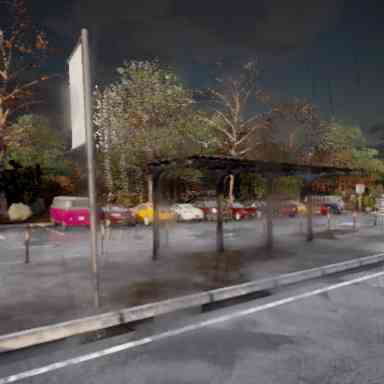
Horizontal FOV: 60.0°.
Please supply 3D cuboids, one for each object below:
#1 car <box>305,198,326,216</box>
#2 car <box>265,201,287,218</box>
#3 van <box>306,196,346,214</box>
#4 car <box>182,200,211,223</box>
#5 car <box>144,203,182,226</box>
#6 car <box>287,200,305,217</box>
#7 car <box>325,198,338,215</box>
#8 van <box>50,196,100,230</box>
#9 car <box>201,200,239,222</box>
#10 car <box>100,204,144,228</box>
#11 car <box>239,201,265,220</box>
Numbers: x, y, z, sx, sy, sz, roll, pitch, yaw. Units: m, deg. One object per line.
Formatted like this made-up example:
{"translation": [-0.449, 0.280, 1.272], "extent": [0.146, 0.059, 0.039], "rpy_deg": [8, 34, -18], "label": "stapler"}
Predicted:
{"translation": [10.472, 1.637, 33.988], "extent": [1.946, 1.575, 5.366], "rpy_deg": [0, 0, -36], "label": "car"}
{"translation": [5.855, 1.609, 30.905], "extent": [2.231, 1.521, 4.892], "rpy_deg": [0, 0, -36], "label": "car"}
{"translation": [14.947, 1.447, 37.276], "extent": [1.878, 1.987, 4.442], "rpy_deg": [0, 0, -36], "label": "van"}
{"translation": [-0.918, 1.601, 26.061], "extent": [2.002, 1.452, 4.674], "rpy_deg": [0, 0, -36], "label": "car"}
{"translation": [-3.173, 1.545, 24.444], "extent": [2.097, 1.535, 5.008], "rpy_deg": [0, 0, -36], "label": "car"}
{"translation": [8.091, 1.653, 32.548], "extent": [2.163, 1.488, 4.792], "rpy_deg": [0, 0, -36], "label": "car"}
{"translation": [12.605, 1.686, 35.780], "extent": [2.163, 1.488, 4.792], "rpy_deg": [0, 0, -36], "label": "car"}
{"translation": [-7.757, 1.290, 21.312], "extent": [1.878, 1.987, 4.442], "rpy_deg": [0, 0, -36], "label": "van"}
{"translation": [1.320, 1.450, 27.705], "extent": [2.185, 1.767, 4.553], "rpy_deg": [0, 0, -36], "label": "car"}
{"translation": [-5.432, 1.571, 22.828], "extent": [2.002, 1.452, 4.674], "rpy_deg": [0, 0, -36], "label": "car"}
{"translation": [3.592, 1.591, 29.299], "extent": [2.097, 1.535, 5.008], "rpy_deg": [0, 0, -36], "label": "car"}
